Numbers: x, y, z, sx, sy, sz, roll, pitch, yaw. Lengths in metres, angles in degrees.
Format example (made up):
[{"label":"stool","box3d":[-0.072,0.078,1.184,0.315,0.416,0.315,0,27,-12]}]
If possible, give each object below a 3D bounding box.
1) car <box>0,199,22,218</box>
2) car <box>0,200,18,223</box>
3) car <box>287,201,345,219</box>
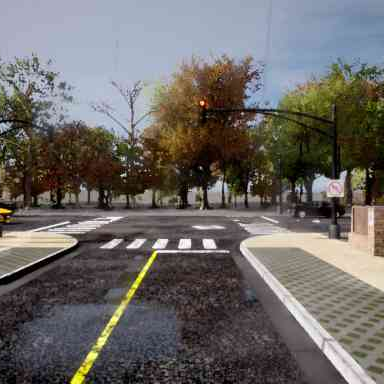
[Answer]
[{"label":"car","box3d":[-18.101,1.433,29.583,4.902,1.511,2.128,0,0,0]},{"label":"car","box3d":[-15.084,1.423,22.880,5.008,1.535,1.882,0,0,0]},{"label":"car","box3d":[10.985,1.556,29.559,4.892,1.490,1.837,0,0,0]}]
